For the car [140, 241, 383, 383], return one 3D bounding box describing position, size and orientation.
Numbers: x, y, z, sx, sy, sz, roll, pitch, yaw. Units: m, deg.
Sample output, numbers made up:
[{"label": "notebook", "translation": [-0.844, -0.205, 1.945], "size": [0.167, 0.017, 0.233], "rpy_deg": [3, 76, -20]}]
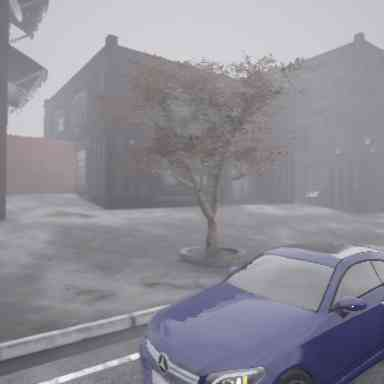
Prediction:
[{"label": "car", "translation": [1.583, 1.479, 4.498], "size": [4.674, 1.442, 1.812], "rpy_deg": [-2, 1, -36]}]
